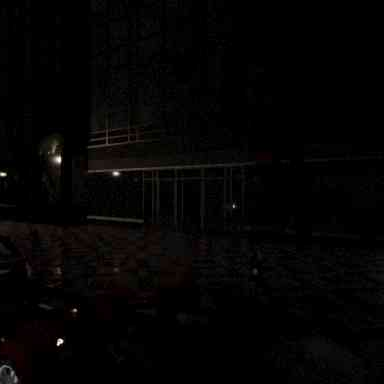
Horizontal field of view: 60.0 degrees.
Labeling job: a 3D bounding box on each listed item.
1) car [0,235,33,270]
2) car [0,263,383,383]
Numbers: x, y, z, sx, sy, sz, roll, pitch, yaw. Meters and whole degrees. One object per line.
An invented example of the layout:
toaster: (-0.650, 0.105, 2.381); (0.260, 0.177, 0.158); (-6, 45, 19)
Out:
car: (-4.770, 1.440, 6.346); (4.097, 1.590, 1.967); (0, 0, 35)
car: (-0.176, 1.582, 3.081); (4.206, 1.307, 1.802); (0, 0, 35)
